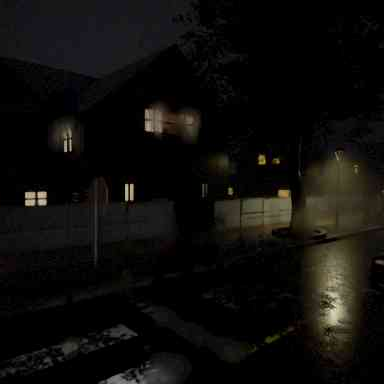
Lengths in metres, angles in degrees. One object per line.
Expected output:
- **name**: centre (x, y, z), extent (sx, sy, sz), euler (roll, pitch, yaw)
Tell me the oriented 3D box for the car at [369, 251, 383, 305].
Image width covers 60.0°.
- **car**: centre (5.299, 1.427, 6.750), extent (4.902, 1.511, 2.128), euler (0, 2, -42)
